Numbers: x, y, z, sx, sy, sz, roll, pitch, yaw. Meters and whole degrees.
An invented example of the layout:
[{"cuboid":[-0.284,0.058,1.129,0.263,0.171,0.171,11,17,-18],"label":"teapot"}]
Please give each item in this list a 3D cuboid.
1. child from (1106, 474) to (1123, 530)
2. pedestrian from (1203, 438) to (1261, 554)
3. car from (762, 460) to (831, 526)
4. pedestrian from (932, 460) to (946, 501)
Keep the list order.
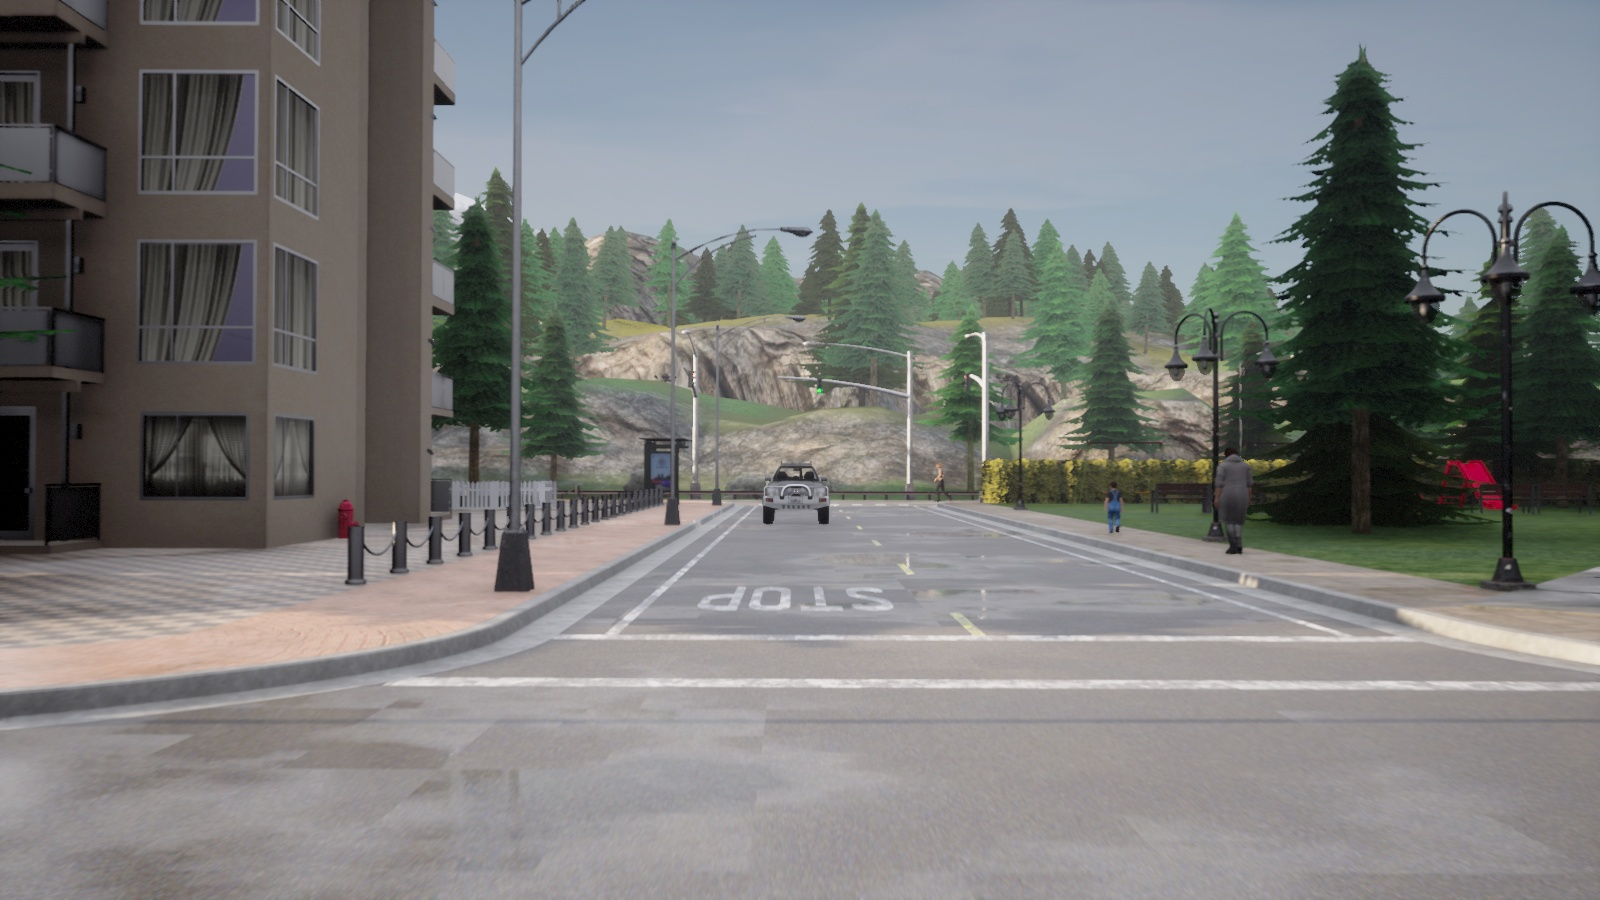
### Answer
[{"cuboid":[7.240,1.196,28.900,0.270,1.263,0.437,0,-1,0],"label":"child"},{"cuboid":[7.436,0.787,21.634,0.659,1.952,0.873,0,-1,-1],"label":"pedestrian"},{"cuboid":[-0.107,1.261,37.759,1.932,1.855,4.605,0,-1,0],"label":"car"},{"cuboid":[6.296,1.390,56.825,0.594,1.836,0.345,0,-1,0],"label":"pedestrian"}]
